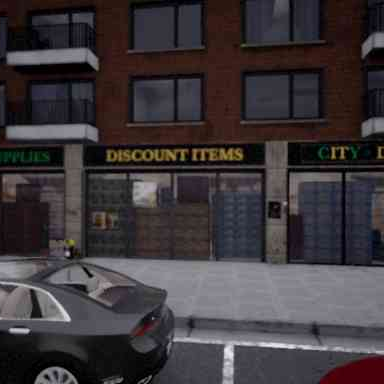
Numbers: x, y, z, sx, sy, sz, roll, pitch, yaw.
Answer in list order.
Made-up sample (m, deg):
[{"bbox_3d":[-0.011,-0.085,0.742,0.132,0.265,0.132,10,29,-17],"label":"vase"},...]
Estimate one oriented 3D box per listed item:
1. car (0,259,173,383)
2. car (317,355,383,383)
[{"bbox_3d":[-2.441,1.562,4.164,4.403,1.369,2.008,0,0,7],"label":"car"},{"bbox_3d":[3.175,1.497,1.614,5.008,1.535,1.882,0,0,7],"label":"car"}]
